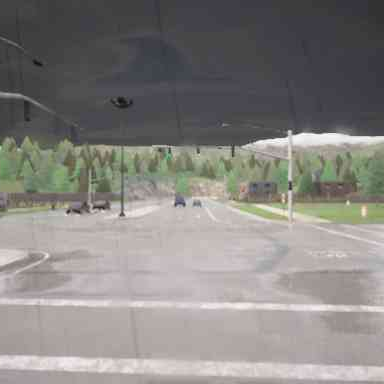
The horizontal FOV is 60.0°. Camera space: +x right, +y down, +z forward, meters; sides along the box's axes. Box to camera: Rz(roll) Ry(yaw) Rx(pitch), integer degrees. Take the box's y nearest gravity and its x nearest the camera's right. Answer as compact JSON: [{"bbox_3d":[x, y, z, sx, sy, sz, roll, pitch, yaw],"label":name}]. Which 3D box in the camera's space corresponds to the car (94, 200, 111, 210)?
[{"bbox_3d":[-14.375,2.109,53.142,1.882,1.535,5.008,0,-1,1],"label":"car"}]

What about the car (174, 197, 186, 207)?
[{"bbox_3d":[-2.499,2.040,68.865,2.150,2.045,5.566,0,-1,1],"label":"car"}]

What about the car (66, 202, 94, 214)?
[{"bbox_3d":[-14.546,2.012,42.715,1.837,1.490,4.892,0,-1,1],"label":"car"}]

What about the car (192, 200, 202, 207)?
[{"bbox_3d":[1.013,2.360,68.352,2.033,1.411,5.357,0,-1,1],"label":"car"}]
